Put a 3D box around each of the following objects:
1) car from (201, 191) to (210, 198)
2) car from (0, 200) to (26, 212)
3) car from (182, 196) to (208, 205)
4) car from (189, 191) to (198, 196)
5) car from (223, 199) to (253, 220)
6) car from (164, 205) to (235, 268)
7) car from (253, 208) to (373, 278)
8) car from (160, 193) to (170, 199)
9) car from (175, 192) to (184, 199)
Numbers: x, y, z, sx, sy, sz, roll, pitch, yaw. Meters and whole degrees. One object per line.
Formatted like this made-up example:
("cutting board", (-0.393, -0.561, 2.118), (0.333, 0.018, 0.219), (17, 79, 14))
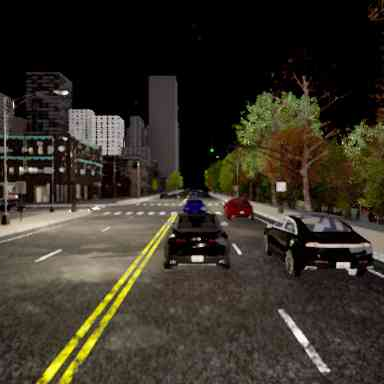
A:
("car", (3.652, 0.736, 85.767), (1.994, 1.385, 4.181), (0, 1, 0))
("car", (-19.791, 1.485, 35.031), (4.313, 1.339, 1.947), (-1, 2, 0))
("car", (0.218, 1.289, 25.302), (1.812, 1.442, 4.674), (0, 1, 0))
("car", (0.399, 0.711, 85.365), (2.128, 1.511, 4.902), (0, 1, 0))
("car", (3.470, 1.241, 25.466), (1.882, 1.535, 5.008), (0, 0, 0))
("car", (0.150, 1.404, 10.841), (1.837, 1.490, 4.892), (0, 1, 0))
("car", (3.393, 1.400, 9.851), (2.128, 1.511, 4.902), (0, 1, 0))
("car", (-6.146, 0.841, 75.314), (1.994, 1.385, 4.181), (0, 1, 0))
("car", (-2.896, 0.815, 75.298), (2.128, 1.511, 4.902), (0, 1, 0))
